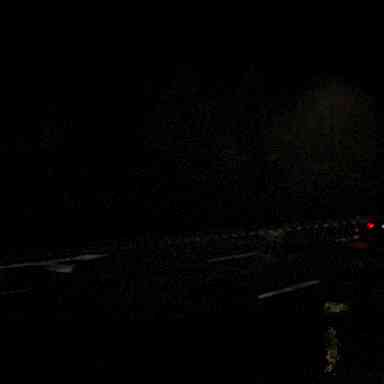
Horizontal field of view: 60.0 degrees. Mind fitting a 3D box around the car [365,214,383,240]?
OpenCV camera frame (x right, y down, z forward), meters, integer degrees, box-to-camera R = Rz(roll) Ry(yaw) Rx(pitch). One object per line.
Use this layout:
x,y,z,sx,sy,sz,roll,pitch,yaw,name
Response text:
10.038,1.471,15.211,5.357,1.411,2.033,0,0,-35,car
